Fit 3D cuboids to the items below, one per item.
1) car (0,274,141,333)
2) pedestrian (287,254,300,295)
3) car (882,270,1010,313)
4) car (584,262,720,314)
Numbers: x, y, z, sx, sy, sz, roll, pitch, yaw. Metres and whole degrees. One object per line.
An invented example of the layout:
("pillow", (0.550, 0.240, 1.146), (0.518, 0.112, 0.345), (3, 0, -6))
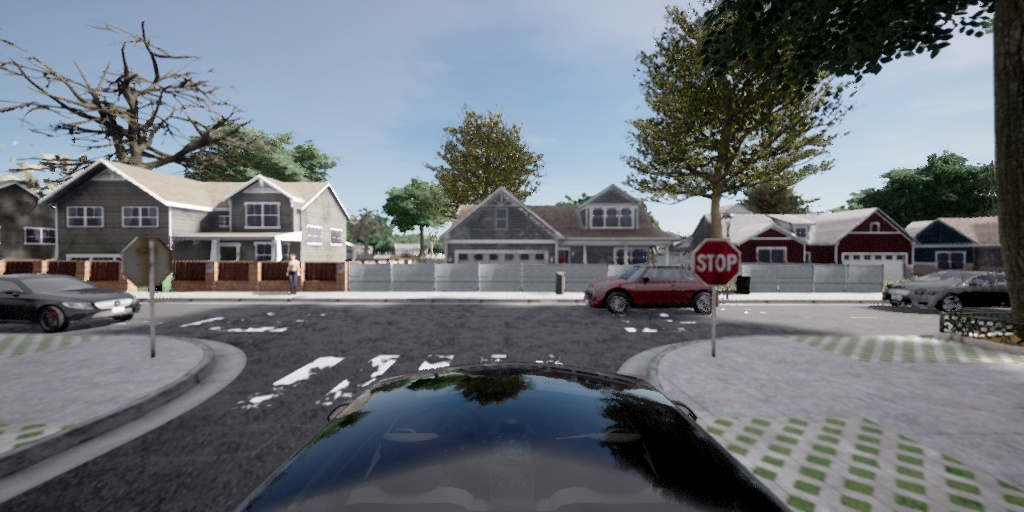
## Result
("car", (-13.347, 1.236, 10.098), (4.674, 1.442, 1.812), (0, 1, 1))
("pedestrian", (-9.794, 0.802, 16.046), (0.375, 1.860, 0.375), (0, 0, -1))
("car", (16.858, 1.292, 13.448), (4.902, 1.511, 2.128), (0, 1, -1))
("car", (5.025, 1.105, 13.311), (4.553, 1.767, 2.097), (0, 1, -1))
